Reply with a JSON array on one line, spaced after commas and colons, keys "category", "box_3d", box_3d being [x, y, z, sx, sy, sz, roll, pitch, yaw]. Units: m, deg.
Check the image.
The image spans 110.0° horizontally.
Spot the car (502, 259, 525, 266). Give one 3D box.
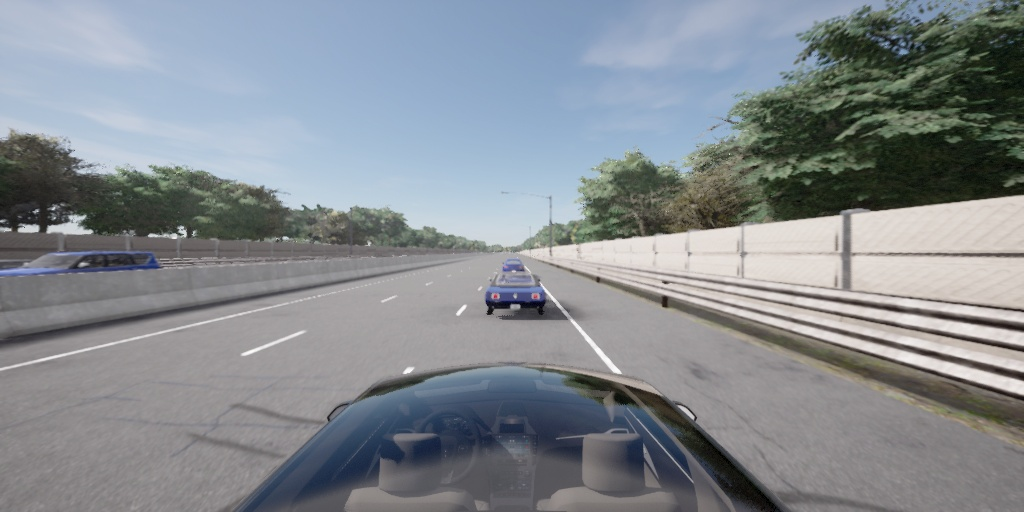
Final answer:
[{"category": "car", "box_3d": [0.128, 0.933, 29.598, 1.812, 1.442, 4.674, 0, 1, 0]}]

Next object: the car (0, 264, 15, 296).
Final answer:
[{"category": "car", "box_3d": [-24.585, 1.140, 14.317, 2.033, 1.411, 5.357, 0, 1, 0]}]

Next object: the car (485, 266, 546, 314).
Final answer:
[{"category": "car", "box_3d": [0.111, 1.210, 12.978, 1.895, 1.301, 4.718, 0, 1, 0]}]

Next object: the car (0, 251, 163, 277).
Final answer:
[{"category": "car", "box_3d": [-17.585, 0.810, 14.646, 2.150, 2.045, 5.566, 0, 1, 0]}]

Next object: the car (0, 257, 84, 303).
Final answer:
[{"category": "car", "box_3d": [-21.081, 0.943, 14.492, 2.097, 1.767, 4.553, 0, 1, 0]}]
